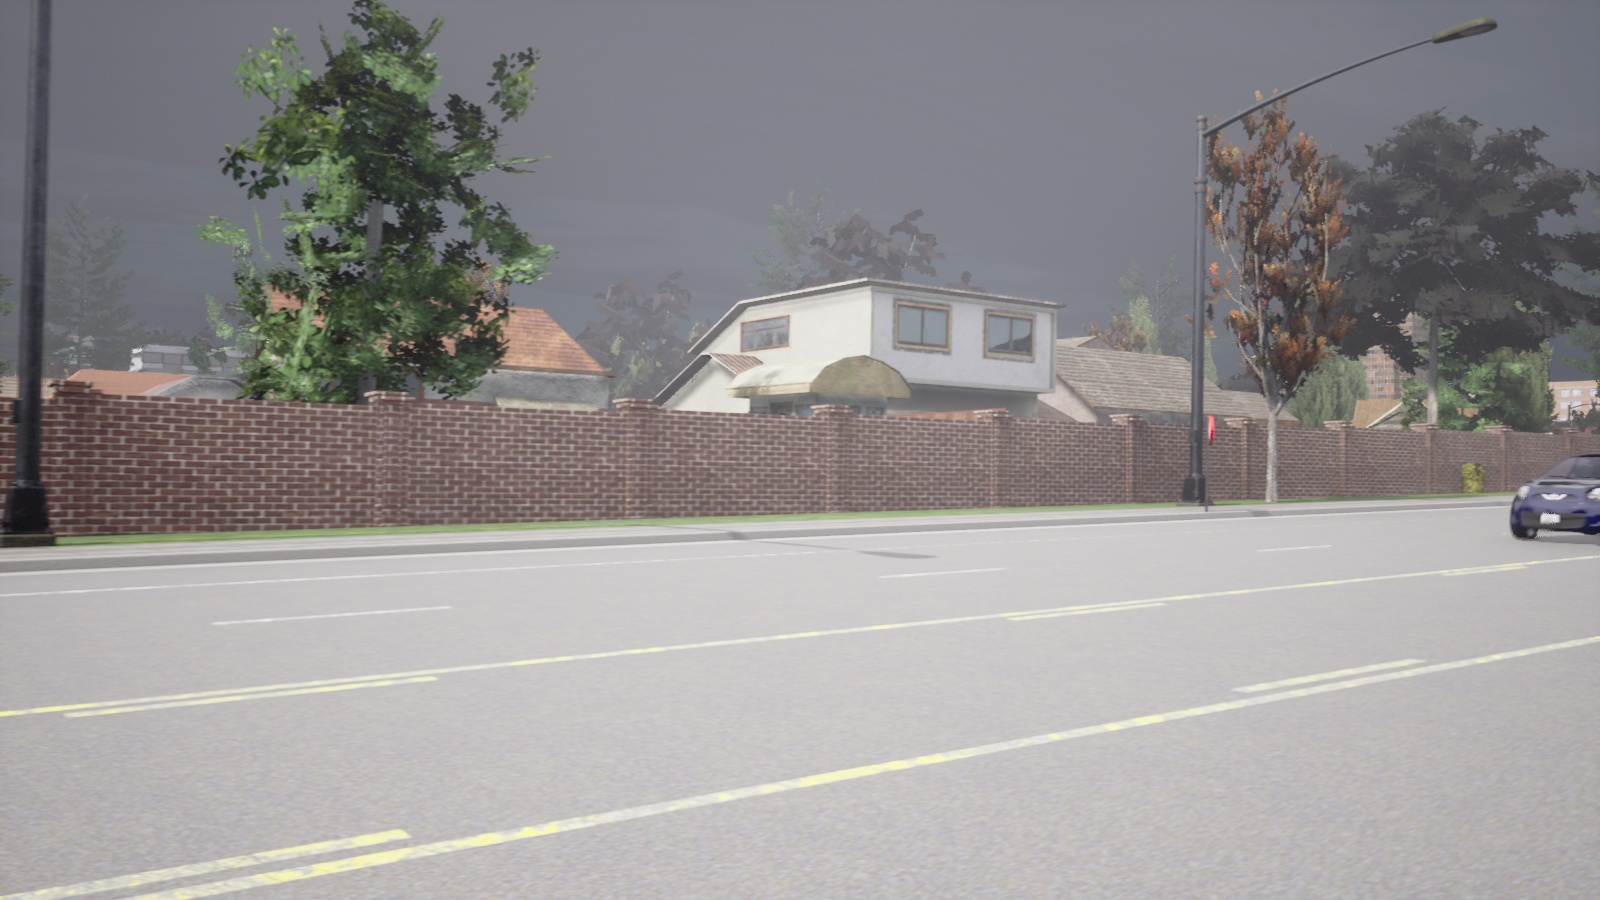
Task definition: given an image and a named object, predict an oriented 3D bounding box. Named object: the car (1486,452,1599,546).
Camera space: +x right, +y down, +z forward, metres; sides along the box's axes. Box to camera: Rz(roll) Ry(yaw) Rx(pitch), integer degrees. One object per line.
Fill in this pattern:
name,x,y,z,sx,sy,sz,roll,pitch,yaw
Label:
car,13.758,0.788,21.758,3.633,1.501,1.845,0,0,-35
